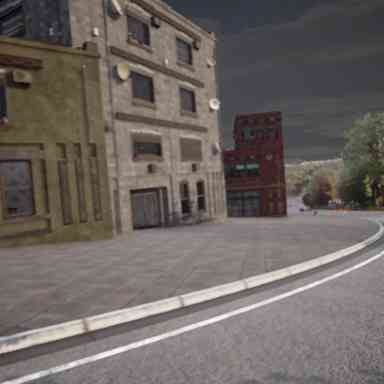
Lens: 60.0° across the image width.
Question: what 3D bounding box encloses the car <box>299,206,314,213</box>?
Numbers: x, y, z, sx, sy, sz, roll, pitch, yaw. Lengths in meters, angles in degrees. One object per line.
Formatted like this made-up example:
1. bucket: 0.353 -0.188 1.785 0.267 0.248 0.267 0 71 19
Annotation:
1. car: 23.506 3.553 68.635 1.812 1.442 4.674 -4 -3 1

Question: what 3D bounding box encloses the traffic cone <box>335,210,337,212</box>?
1. traffic cone: 25.398 3.341 57.279 0.340 0.580 0.340 -4 -3 1
